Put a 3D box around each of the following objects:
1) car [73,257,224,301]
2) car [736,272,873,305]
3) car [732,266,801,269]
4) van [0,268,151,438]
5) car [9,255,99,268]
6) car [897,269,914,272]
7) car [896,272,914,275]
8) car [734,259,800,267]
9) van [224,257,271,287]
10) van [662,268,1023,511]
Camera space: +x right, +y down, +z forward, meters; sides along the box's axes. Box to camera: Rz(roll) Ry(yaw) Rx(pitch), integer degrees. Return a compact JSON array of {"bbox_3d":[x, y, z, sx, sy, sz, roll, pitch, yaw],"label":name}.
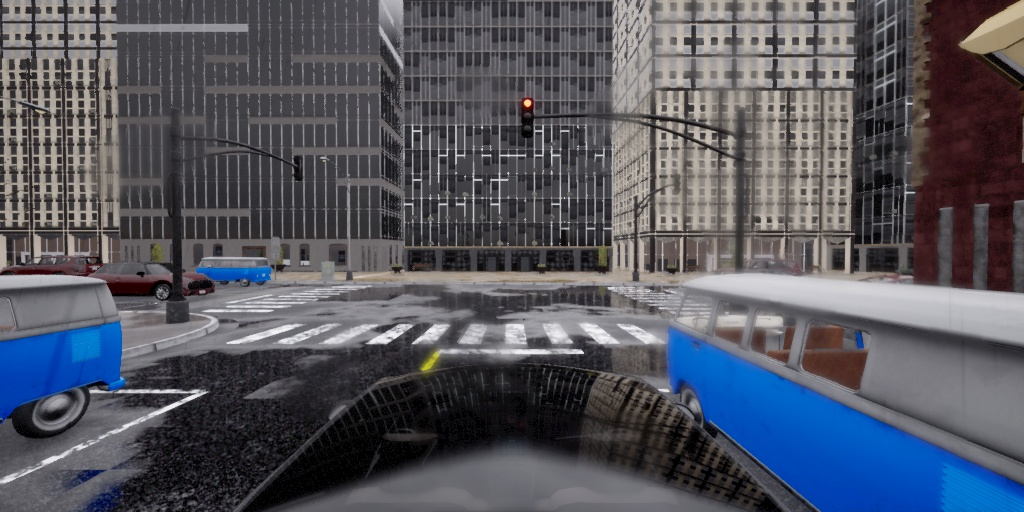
[{"bbox_3d":[-16.427,1.048,16.433,4.553,1.767,2.097,0,1,0],"label":"car"},{"bbox_3d":[13.186,1.446,16.391,4.718,1.301,1.895,0,1,0],"label":"car"},{"bbox_3d":[13.636,1.404,19.586,4.718,1.301,1.895,0,1,0],"label":"car"},{"bbox_3d":[-5.695,1.090,2.786,1.690,1.789,3.998,0,0,0],"label":"van"},{"bbox_3d":[-28.292,0.875,22.254,5.009,1.841,2.192,0,0,0],"label":"car"},{"bbox_3d":[24.301,1.080,19.570,5.566,2.045,2.150,0,1,0],"label":"car"},{"bbox_3d":[15.129,1.437,13.810,4.507,1.381,1.888,0,0,0],"label":"car"},{"bbox_3d":[15.143,1.089,22.190,5.009,1.841,2.192,0,0,0],"label":"car"},{"bbox_3d":[-17.246,0.951,22.238,3.998,1.789,1.690,0,0,0],"label":"van"},{"bbox_3d":[2.686,1.090,2.795,1.690,1.789,3.998,0,0,0],"label":"van"}]
